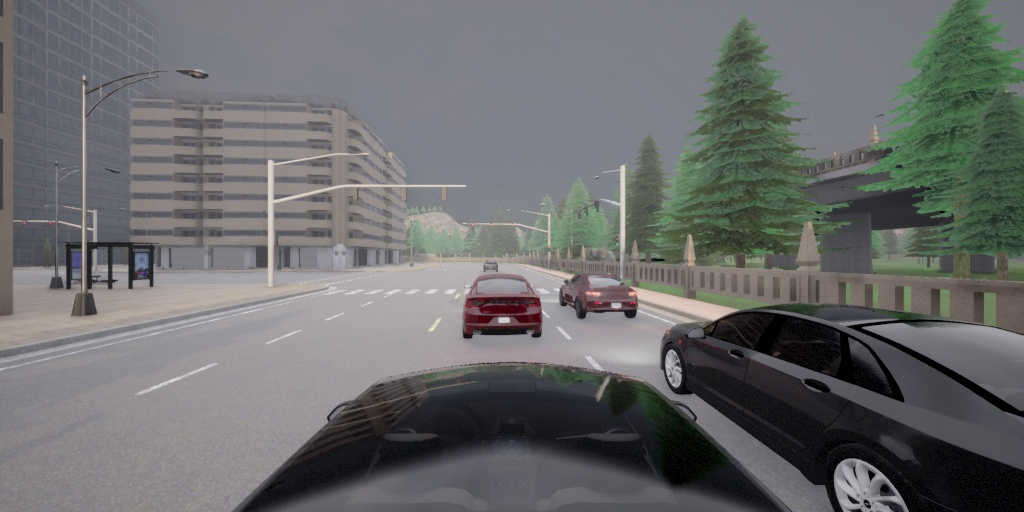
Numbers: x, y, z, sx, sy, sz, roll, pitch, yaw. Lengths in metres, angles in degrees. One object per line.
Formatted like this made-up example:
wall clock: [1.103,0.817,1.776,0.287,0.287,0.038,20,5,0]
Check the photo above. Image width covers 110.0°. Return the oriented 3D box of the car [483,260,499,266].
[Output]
car: [-2.720,1.242,45.919,2.128,1.511,4.902,0,0,-4]

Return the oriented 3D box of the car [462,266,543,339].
car: [-0.342,1.228,10.178,1.882,1.535,5.008,0,0,-4]

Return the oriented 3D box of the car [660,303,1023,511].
car: [3.257,1.255,3.763,1.837,1.490,4.892,0,0,0]

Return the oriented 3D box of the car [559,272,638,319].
car: [2.920,1.276,12.753,1.812,1.442,4.674,0,0,-3]
